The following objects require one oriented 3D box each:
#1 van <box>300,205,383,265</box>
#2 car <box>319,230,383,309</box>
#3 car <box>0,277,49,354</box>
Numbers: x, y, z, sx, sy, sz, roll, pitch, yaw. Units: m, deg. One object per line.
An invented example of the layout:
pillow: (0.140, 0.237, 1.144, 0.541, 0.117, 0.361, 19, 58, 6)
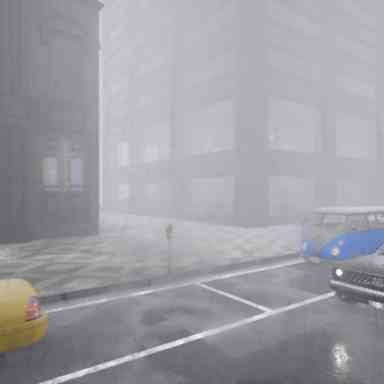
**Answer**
van: (5.050, 1.324, 10.251, 3.998, 1.788, 1.690, 0, 0, -36)
car: (4.916, 1.587, 6.887, 4.718, 1.301, 1.895, 0, 0, -36)
car: (-4.236, 1.528, 3.626, 4.829, 1.417, 1.752, 0, 0, -36)
